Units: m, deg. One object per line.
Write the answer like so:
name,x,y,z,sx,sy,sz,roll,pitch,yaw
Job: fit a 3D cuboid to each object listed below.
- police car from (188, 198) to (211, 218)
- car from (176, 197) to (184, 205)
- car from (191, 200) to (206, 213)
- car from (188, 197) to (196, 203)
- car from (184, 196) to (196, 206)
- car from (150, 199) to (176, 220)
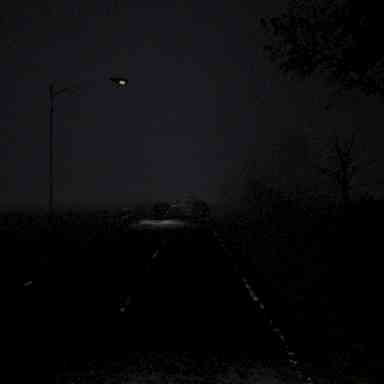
police car,0.836,1.681,33.460,1.930,1.638,5.238,0,0,0
car,-2.727,1.943,73.062,2.097,1.767,4.553,0,-1,0
car,0.839,1.844,43.349,1.837,1.490,4.892,0,0,0
car,0.028,2.108,85.855,1.882,1.535,5.008,0,-1,0
car,0.022,1.762,67.119,2.150,2.045,5.566,0,-1,0
car,-2.836,1.716,31.475,1.882,1.535,5.008,0,0,0
